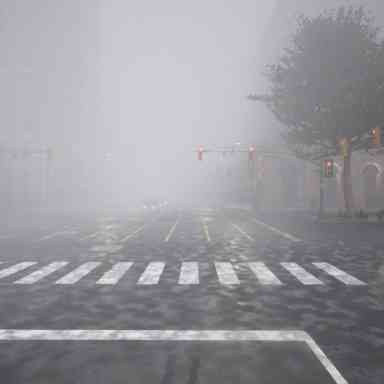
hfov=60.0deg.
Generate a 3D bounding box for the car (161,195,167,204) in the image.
[{"bbox_3d":[-6.674,1.352,64.256,2.097,1.767,4.553,0,0,1],"label":"car"}]

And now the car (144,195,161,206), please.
[{"bbox_3d":[-6.759,1.478,55.190,1.882,1.535,5.008,0,0,1],"label":"car"}]
